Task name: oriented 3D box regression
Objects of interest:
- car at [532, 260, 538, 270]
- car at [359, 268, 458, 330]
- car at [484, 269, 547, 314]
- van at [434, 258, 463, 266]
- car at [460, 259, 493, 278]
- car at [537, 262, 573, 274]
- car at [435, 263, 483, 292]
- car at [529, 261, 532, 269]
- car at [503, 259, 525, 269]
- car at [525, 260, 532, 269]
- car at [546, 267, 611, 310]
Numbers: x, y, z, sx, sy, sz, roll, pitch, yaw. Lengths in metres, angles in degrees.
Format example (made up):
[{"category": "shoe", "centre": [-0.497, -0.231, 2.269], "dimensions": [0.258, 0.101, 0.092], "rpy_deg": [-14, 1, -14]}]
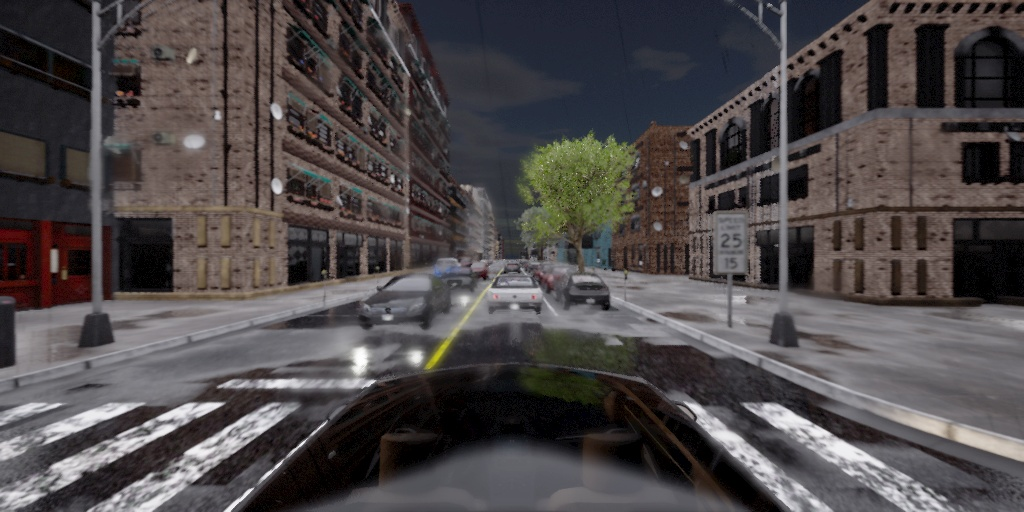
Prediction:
[{"category": "car", "centre": [2.706, 1.212, 25.813], "dimensions": [1.967, 1.591, 4.097], "rpy_deg": [0, 0, 0]}, {"category": "car", "centre": [-3.088, 1.284, 11.288], "dimensions": [1.812, 1.442, 4.674], "rpy_deg": [0, 0, 0]}, {"category": "car", "centre": [0.109, 1.361, 13.825], "dimensions": [1.895, 1.301, 4.718], "rpy_deg": [0, 0, 0]}, {"category": "van", "centre": [-5.671, 1.120, 31.516], "dimensions": [1.690, 1.789, 3.998], "rpy_deg": [0, 0, 0]}, {"category": "car", "centre": [-3.051, 1.257, 31.652], "dimensions": [1.882, 1.535, 5.008], "rpy_deg": [0, 0, 1]}, {"category": "car", "centre": [2.703, 1.206, 20.116], "dimensions": [1.967, 1.591, 4.097], "rpy_deg": [0, 0, 0]}, {"category": "car", "centre": [-3.070, 1.332, 21.263], "dimensions": [1.994, 1.385, 4.181], "rpy_deg": [0, 0, 0]}, {"category": "car", "centre": [2.709, 1.361, 31.510], "dimensions": [1.802, 1.307, 4.207], "rpy_deg": [0, 0, 0]}, {"category": "car", "centre": [0.030, 1.286, 41.248], "dimensions": [2.128, 1.511, 4.902], "rpy_deg": [0, 0, 0]}, {"category": "car", "centre": [2.717, 1.347, 42.903], "dimensions": [2.007, 1.370, 4.403], "rpy_deg": [0, 0, 0]}, {"category": "car", "centre": [2.699, 1.311, 14.419], "dimensions": [2.007, 1.370, 4.403], "rpy_deg": [0, 0, 0]}]
